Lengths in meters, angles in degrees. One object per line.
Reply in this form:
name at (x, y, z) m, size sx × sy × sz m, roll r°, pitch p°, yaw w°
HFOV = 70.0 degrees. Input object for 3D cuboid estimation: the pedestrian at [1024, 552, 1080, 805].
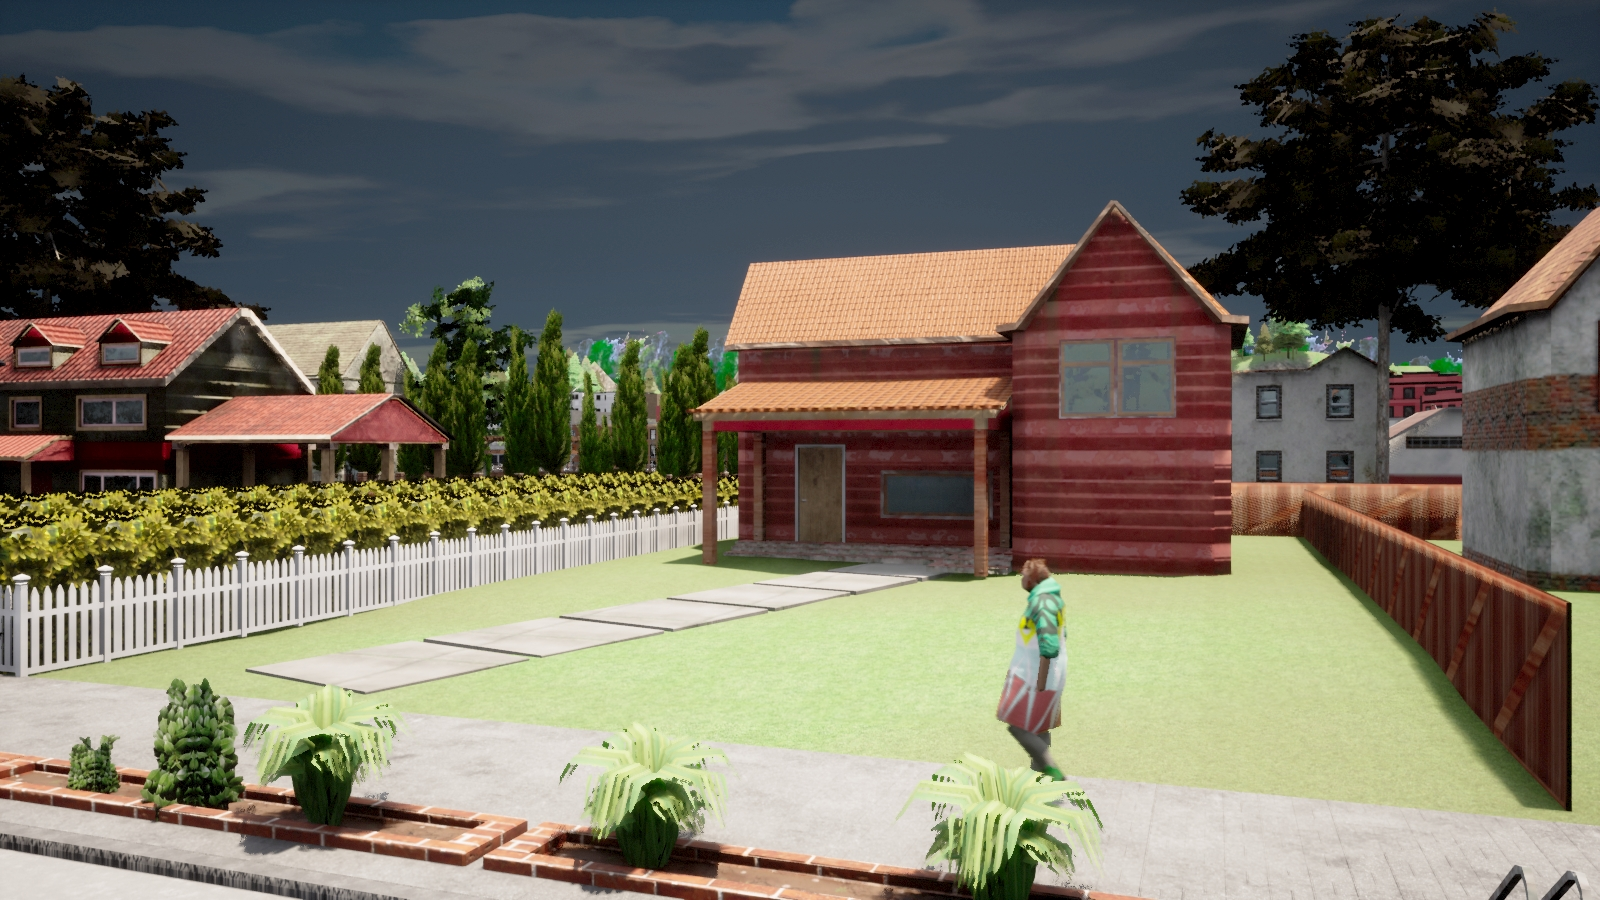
pedestrian at (1.951, 1.744, 8.837) m, size 0.375 × 1.860 × 0.375 m, roll 0°, pitch 0°, yaw 20°
